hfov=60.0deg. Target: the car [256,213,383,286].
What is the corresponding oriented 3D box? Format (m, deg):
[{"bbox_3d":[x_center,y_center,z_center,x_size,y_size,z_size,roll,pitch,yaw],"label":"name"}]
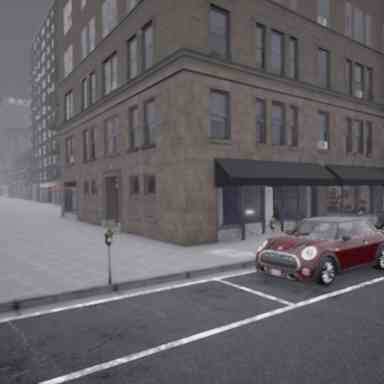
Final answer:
[{"bbox_3d":[3.669,1.435,9.280,4.097,1.590,1.967,0,-1,-35],"label":"car"}]
